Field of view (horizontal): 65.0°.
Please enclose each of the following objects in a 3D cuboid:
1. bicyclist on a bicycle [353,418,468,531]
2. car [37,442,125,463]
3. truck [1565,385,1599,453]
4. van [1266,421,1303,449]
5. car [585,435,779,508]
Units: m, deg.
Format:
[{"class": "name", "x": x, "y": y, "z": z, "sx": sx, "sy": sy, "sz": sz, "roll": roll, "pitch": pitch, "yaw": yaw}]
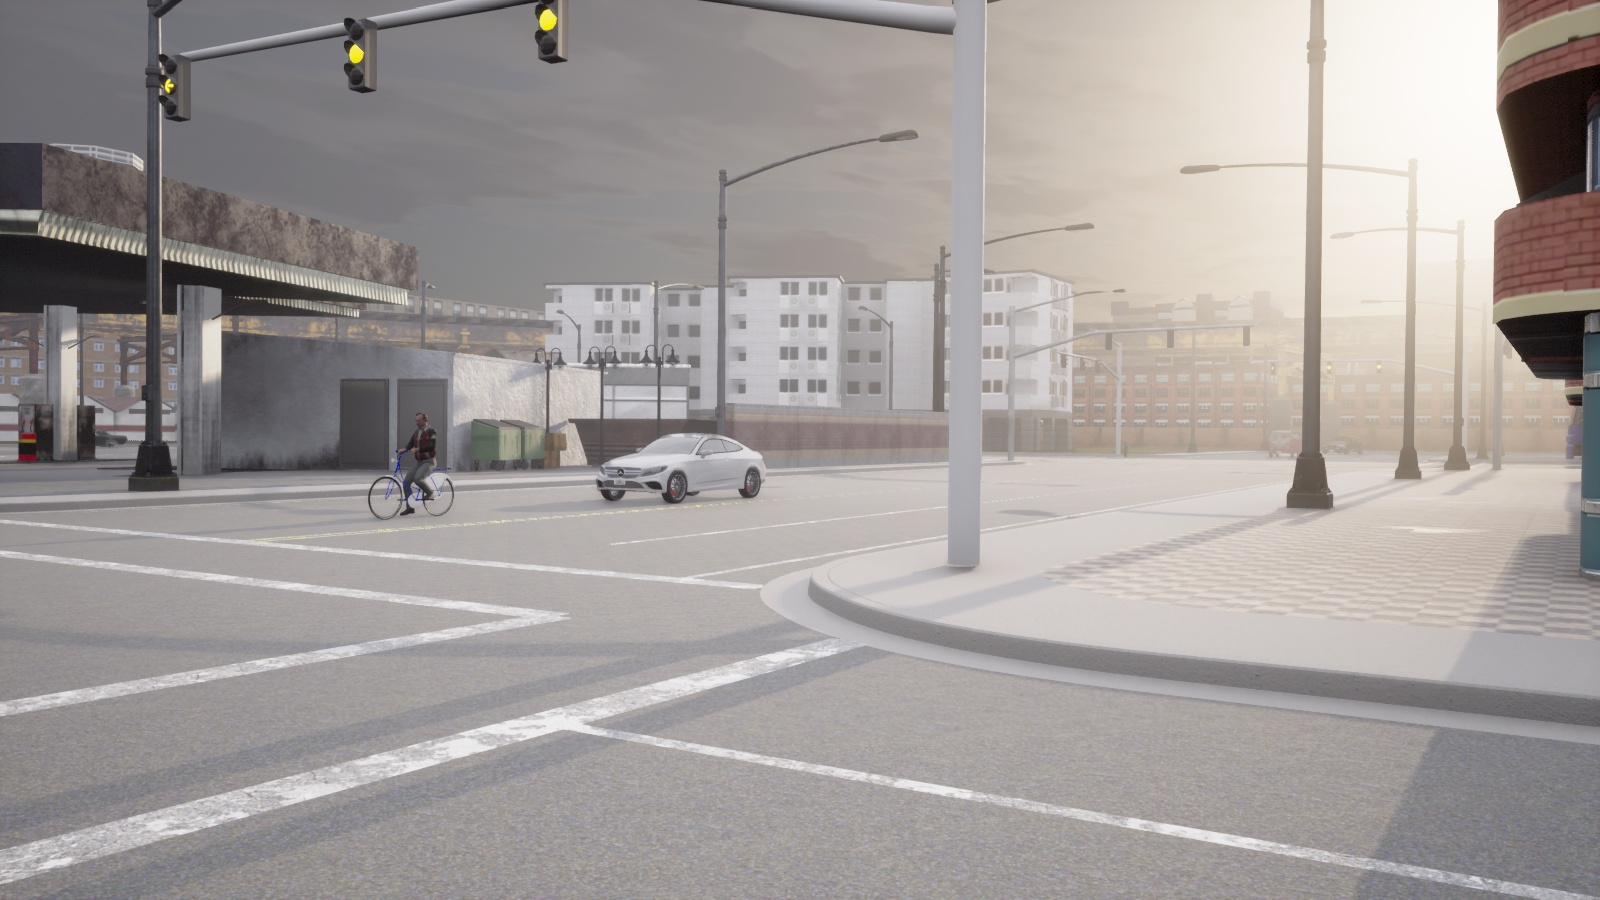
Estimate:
[{"class": "bicyclist on a bicycle", "x": -6.427, "y": 0.376, "z": 20.823, "sx": 0.659, "sy": 1.776, "sz": 1.843, "roll": 0, "pitch": 1, "yaw": 31}, {"class": "car", "x": -47.824, "y": 0.124, "z": 83.548, "sx": 4.718, "sy": 1.301, "sz": 1.895, "roll": -1, "pitch": 1, "yaw": -45}, {"class": "truck", "x": 43.929, "y": -1.665, "z": 64.401, "sx": 7.936, "sy": 3.462, "sz": 2.891, "roll": -1, "pitch": 0, "yaw": 32}, {"class": "van", "x": 35.150, "y": -1.077, "z": 91.048, "sx": 1.775, "sy": 1.987, "sz": 4.442, "roll": 0, "pitch": 1, "yaw": 31}, {"class": "car", "x": -2.468, "y": 0.404, "z": 27.508, "sx": 1.812, "sy": 1.442, "sz": 4.674, "roll": 0, "pitch": 1, "yaw": 31}]
